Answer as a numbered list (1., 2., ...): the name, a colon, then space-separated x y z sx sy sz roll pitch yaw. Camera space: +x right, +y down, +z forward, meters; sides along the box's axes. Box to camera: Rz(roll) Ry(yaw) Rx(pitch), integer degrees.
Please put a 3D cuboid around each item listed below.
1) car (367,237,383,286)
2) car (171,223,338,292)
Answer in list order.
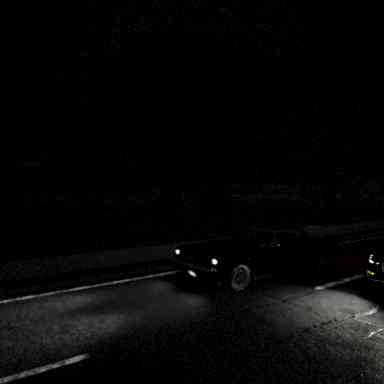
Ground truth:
1. car: 6.141 1.446 8.060 4.892 1.490 1.837 0 0 -35
2. car: 1.812 1.560 8.969 4.718 1.301 1.895 0 0 -35
